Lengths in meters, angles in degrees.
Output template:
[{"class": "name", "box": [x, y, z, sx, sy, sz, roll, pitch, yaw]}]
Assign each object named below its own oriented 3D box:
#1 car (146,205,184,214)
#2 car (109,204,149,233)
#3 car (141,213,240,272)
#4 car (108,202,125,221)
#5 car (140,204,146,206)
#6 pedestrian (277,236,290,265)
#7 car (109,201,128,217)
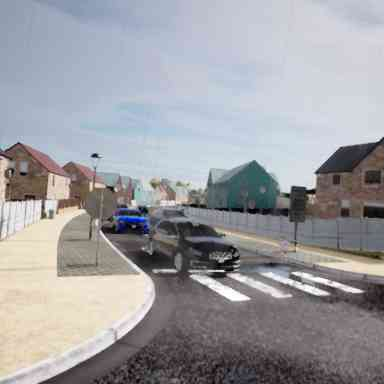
[{"class": "car", "box": [-1.711, 1.953, 24.039, 2.097, 1.767, 4.553, 4, -2, -17]}, {"class": "car", "box": [-4.231, 1.859, 22.356, 1.882, 1.535, 5.008, 4, -2, -18]}, {"class": "car", "box": [-0.138, 1.726, 11.630, 1.837, 1.490, 4.892, 4, -2, -24]}, {"class": "car", "box": [-7.179, 1.924, 32.742, 2.097, 1.767, 4.553, 4, -2, -14]}, {"class": "car", "box": [-7.983, 2.714, 53.733, 1.994, 1.385, 4.181, 4, -2, -7]}, {"class": "pedestrian", "box": [3.418, 2.140, 12.367, 0.500, 1.100, 0.500, 4, -1, -22]}, {"class": "car", "box": [-9.397, 2.108, 43.001, 2.097, 1.767, 4.553, 4, -2, -10]}]
